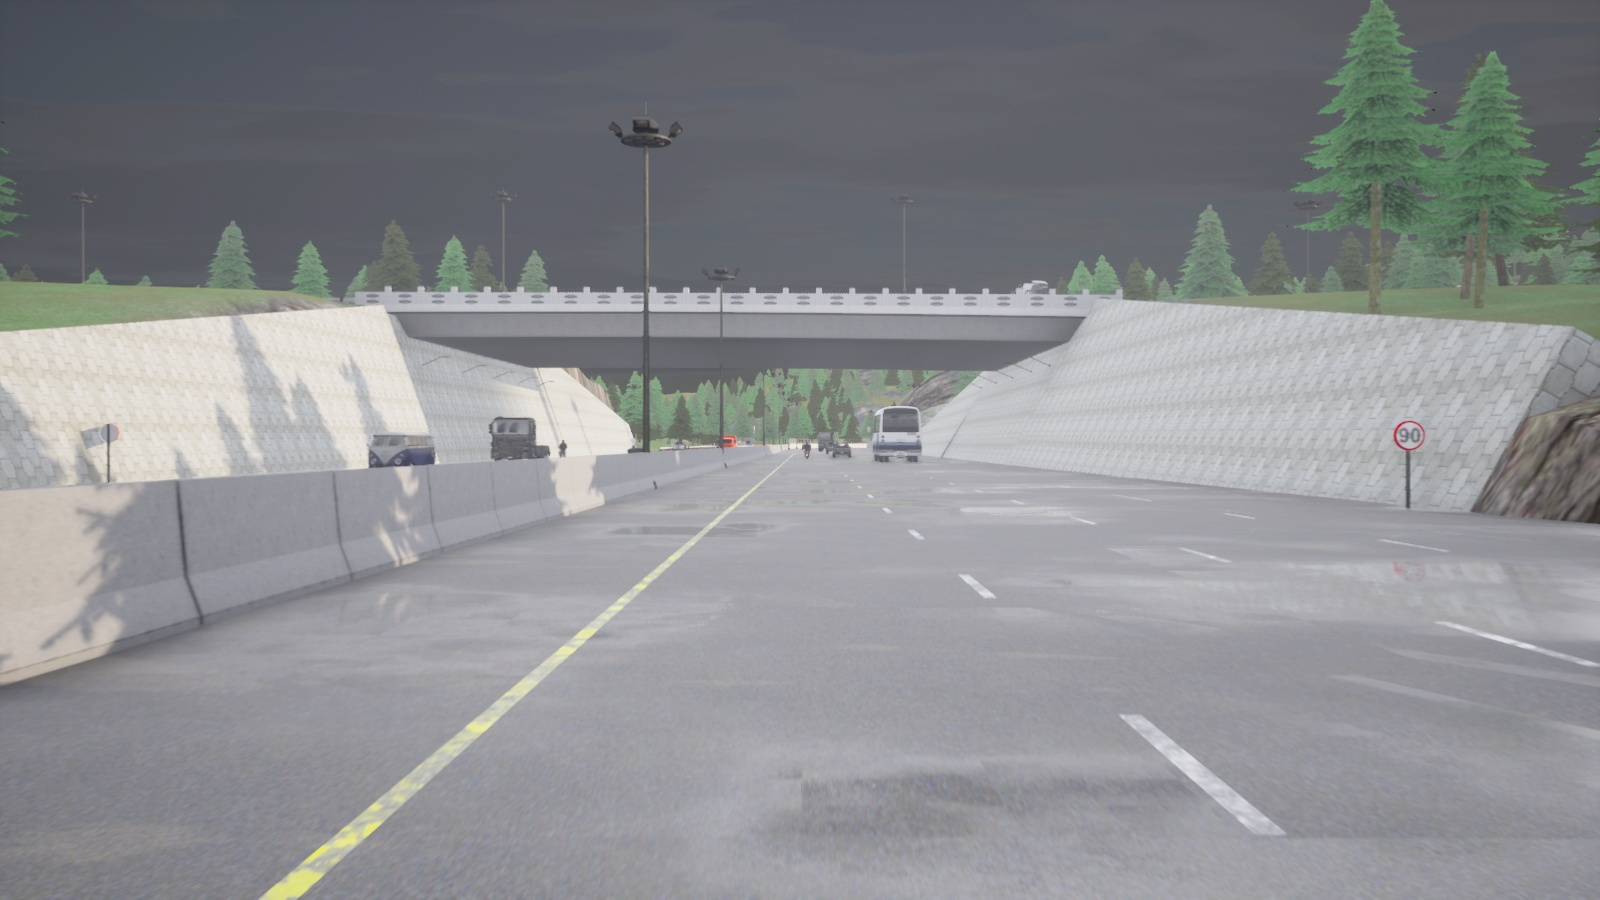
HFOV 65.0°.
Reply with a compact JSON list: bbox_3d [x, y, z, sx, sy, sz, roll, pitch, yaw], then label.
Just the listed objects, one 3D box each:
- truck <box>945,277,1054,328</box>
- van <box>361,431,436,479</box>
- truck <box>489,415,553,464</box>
[{"bbox_3d":[15.428,-11.422,97.456,7.936,3.462,2.891,1,0,1],"label":"truck"},{"bbox_3d":[-17.178,0.181,53.976,1.775,1.987,4.442,0,0,0],"label":"van"},{"bbox_3d":[-20.458,-0.773,92.502,2.891,3.462,7.936,0,0,0],"label":"truck"}]
